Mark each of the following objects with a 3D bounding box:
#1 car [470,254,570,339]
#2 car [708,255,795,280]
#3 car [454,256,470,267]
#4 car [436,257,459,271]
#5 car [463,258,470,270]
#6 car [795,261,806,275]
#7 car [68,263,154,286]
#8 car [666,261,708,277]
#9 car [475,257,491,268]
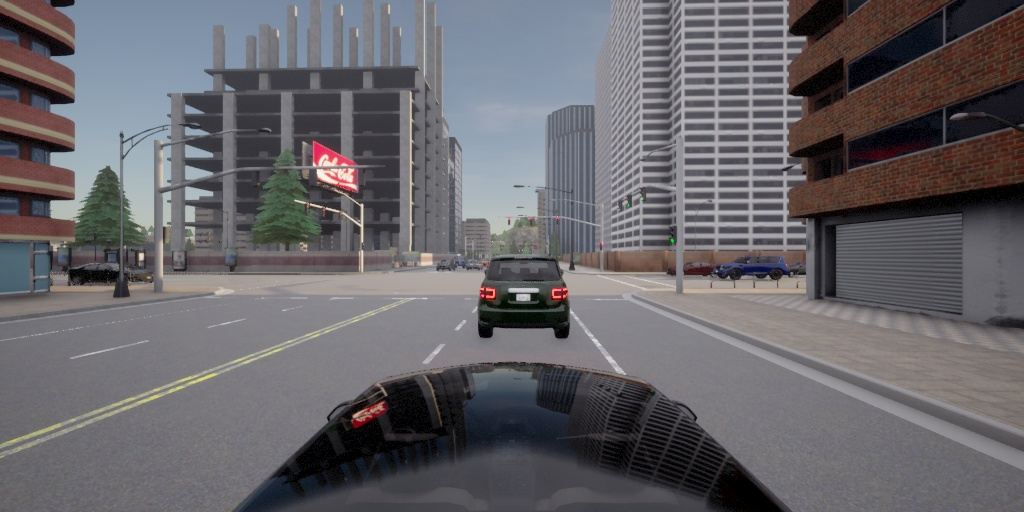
[{"bbox_3d":[0.338,0.971,10.283,2.150,2.045,5.566,0,0,2],"label":"car"},{"bbox_3d":[20.226,0.971,30.477,5.566,2.045,2.150,0,0,2],"label":"car"},{"bbox_3d":[-8.497,0.971,58.372,2.150,2.045,5.566,0,0,1],"label":"car"},{"bbox_3d":[-8.880,1.255,48.524,1.837,1.490,4.892,0,0,2],"label":"car"},{"bbox_3d":[-5.276,1.351,51.160,1.895,1.301,4.718,0,0,2],"label":"car"},{"bbox_3d":[27.240,1.241,33.737,4.902,1.511,2.128,0,0,2],"label":"car"},{"bbox_3d":[-27.554,1.228,24.830,5.008,1.535,1.882,0,0,2],"label":"car"},{"bbox_3d":[17.310,1.228,34.071,5.008,1.535,1.882,0,0,2],"label":"car"},{"bbox_3d":[-4.871,1.102,61.260,2.097,1.767,4.553,0,0,2],"label":"car"}]
